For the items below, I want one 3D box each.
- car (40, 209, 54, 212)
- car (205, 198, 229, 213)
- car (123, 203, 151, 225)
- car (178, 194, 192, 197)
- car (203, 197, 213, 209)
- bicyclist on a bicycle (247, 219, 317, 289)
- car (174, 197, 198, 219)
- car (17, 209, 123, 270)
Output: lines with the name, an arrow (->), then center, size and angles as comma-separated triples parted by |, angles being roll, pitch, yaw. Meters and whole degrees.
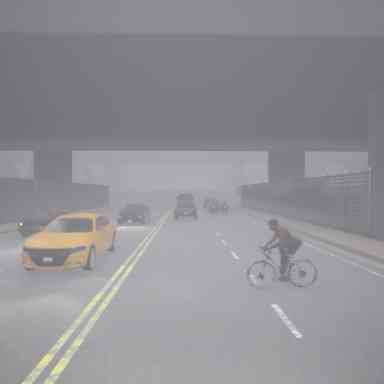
car -> -7.442, 1.600, 17.957 | 1.895, 1.301, 4.718 | 0, 0, -1
car -> 2.796, 1.600, 36.426 | 1.895, 1.301, 4.718 | 0, 0, -1
car -> -4.113, 1.547, 24.359 | 2.033, 1.411, 5.357 | 0, 0, -1
car -> -0.854, 1.221, 42.495 | 2.150, 2.045, 5.566 | 0, 0, -1
car -> 2.561, 1.477, 46.455 | 1.882, 1.535, 5.008 | 0, 0, -1
bicyclist on a bicycle -> 2.073, 1.452, 7.726 | 1.656, 1.620, 0.582 | -2, 0, -1
car -> -0.530, 1.491, 28.656 | 2.128, 1.511, 4.902 | 0, 0, -1
car -> -3.824, 1.478, 11.178 | 1.882, 1.535, 5.008 | 0, 0, -1
